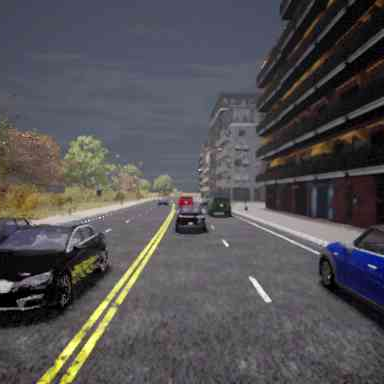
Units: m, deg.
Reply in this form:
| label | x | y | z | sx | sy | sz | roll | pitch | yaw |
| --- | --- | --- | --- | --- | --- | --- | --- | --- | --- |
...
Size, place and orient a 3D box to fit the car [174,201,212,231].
| label | x | y | z | sx | sy | sz | roll | pitch | yaw |
| --- | --- | --- | --- | --- | --- | --- | --- | --- | --- |
| car | -0.111 | 1.599 | 21.231 | 2.128 | 1.511 | 4.902 | 0 | 0 | -1 |

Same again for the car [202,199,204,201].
| label | x | y | z | sx | sy | sz | roll | pitch | yaw |
| --- | --- | --- | --- | --- | --- | --- | --- | --- | --- |
| car | 2.231 | 1.759 | 48.764 | 2.128 | 1.511 | 4.902 | 0 | 0 | -1 |

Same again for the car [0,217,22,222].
| label | x | y | z | sx | sy | sz | roll | pitch | yaw |
| --- | --- | --- | --- | --- | --- | --- | --- | --- | --- |
| car | -6.654 | 1.578 | 11.191 | 2.033 | 1.411 | 5.357 | 0 | 0 | -1 |

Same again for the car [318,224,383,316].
| label | x | y | z | sx | sy | sz | roll | pitch | yaw |
| --- | --- | --- | --- | --- | --- | --- | --- | --- | --- |
| car | 4.210 | 1.400 | 6.490 | 2.097 | 1.767 | 4.553 | 0 | 0 | 0 |

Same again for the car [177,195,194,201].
| label | x | y | z | sx | sy | sz | roll | pitch | yaw |
| --- | --- | --- | --- | --- | --- | --- | --- | --- | --- |
| car | -0.867 | 1.464 | 46.234 | 2.150 | 2.045 | 5.566 | 0 | 0 | -2 |

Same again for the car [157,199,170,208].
| label | x | y | z | sx | sy | sz | roll | pitch | yaw |
| --- | --- | --- | --- | --- | --- | --- | --- | --- | --- |
| car | -4.441 | 1.658 | 51.362 | 1.895 | 1.301 | 4.718 | 0 | 0 | -3 |

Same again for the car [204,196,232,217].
| label | x | y | z | sx | sy | sz | roll | pitch | yaw |
| --- | --- | --- | --- | --- | --- | --- | --- | --- | --- |
| car | 2.783 | 1.410 | 34.474 | 2.150 | 2.045 | 5.566 | 0 | 0 | -1 |

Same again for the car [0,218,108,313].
| label | x | y | z | sx | sy | sz | roll | pitch | yaw |
| --- | --- | --- | --- | --- | --- | --- | --- | --- | --- |
| car | -3.382 | 1.518 | 7.948 | 2.128 | 1.511 | 4.902 | 0 | 0 | 0 |
